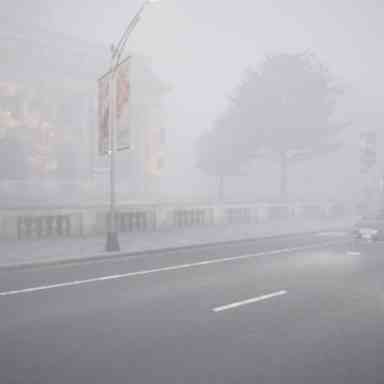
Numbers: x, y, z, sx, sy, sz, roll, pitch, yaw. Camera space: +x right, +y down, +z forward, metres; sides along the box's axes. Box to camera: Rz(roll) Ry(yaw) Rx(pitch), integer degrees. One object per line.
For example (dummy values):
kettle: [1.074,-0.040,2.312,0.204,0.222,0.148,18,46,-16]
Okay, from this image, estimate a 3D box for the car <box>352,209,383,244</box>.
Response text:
car: [8.983,1.512,14.703,4.902,1.511,2.128,0,0,-35]
